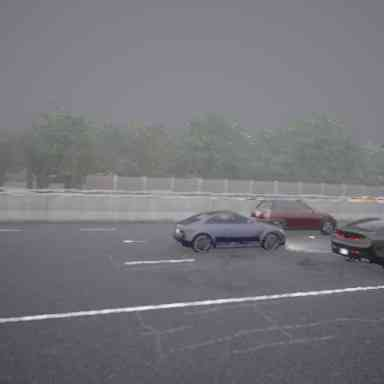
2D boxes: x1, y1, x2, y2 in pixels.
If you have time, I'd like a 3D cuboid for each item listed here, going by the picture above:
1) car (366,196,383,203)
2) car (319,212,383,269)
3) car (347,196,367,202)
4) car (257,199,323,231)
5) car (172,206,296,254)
[{"bbox_3d":[25.435,1.515,42.980,4.674,1.442,1.812,2,1,-19],"label":"car"},{"bbox_3d":[6.769,1.568,10.605,4.892,1.490,1.837,2,1,-19],"label":"car"},{"bbox_3d":[23.827,1.339,46.119,5.008,1.535,1.882,2,1,-18],"label":"car"},{"bbox_3d":[5.309,1.206,17.496,4.553,1.767,2.097,2,1,-19],"label":"car"},{"bbox_3d":[1.374,1.395,12.450,4.181,1.385,1.994,2,1,-19],"label":"car"}]
